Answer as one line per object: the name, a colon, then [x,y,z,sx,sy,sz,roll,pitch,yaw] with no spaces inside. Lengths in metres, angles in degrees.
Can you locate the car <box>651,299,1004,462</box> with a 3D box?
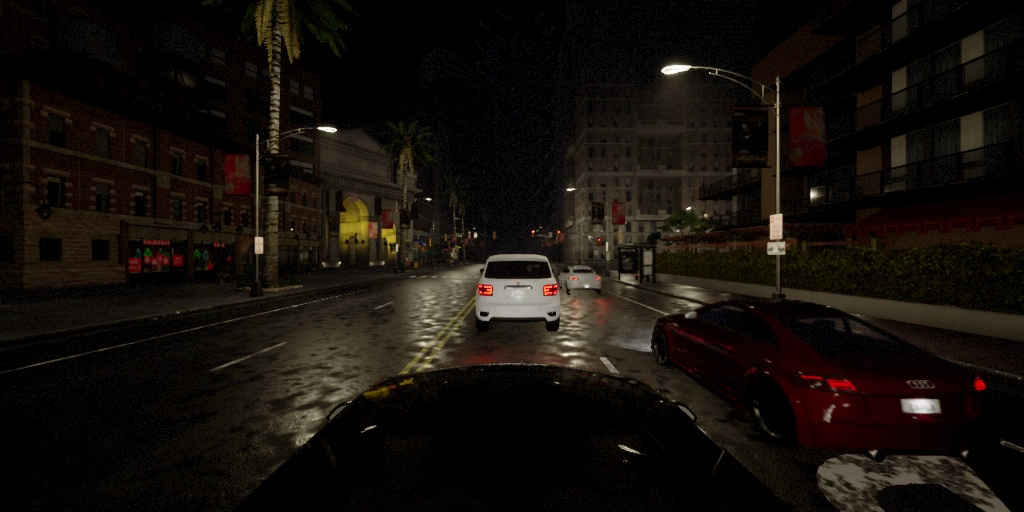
car: [3.664,1.314,5.224,1.994,1.385,4.181,0,0,0]

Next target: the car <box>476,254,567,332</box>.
car: [0.157,0.972,11.063,2.150,2.045,5.566,0,0,0]

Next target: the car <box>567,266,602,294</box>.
car: [3.713,1.276,20.027,1.812,1.442,4.674,0,0,0]
